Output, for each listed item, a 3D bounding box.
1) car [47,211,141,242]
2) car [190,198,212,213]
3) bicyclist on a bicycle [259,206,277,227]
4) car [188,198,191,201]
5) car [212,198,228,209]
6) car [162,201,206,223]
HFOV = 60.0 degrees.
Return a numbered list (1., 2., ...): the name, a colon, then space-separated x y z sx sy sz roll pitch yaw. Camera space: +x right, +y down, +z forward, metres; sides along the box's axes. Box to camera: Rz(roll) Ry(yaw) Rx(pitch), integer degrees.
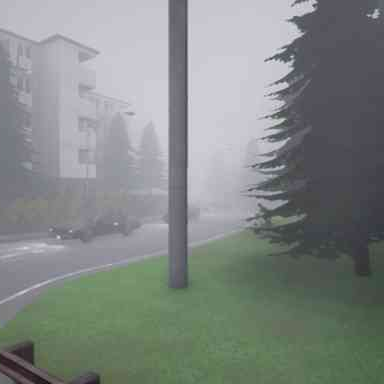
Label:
1. car: -4.970 1.734 17.926 2.033 1.411 5.357 0 0 29
2. car: 1.053 1.697 39.758 1.837 1.490 4.892 0 0 0
3. bicyclist on a bicycle: 4.314 1.504 20.233 1.656 1.620 0.582 -3 1 23
4. car: 0.164 1.691 57.580 2.128 1.511 4.902 0 0 -33
5. car: 3.790 1.698 48.089 1.837 1.490 4.892 0 0 -13
6. car: -0.723 1.735 27.624 2.033 1.411 5.357 0 0 17
